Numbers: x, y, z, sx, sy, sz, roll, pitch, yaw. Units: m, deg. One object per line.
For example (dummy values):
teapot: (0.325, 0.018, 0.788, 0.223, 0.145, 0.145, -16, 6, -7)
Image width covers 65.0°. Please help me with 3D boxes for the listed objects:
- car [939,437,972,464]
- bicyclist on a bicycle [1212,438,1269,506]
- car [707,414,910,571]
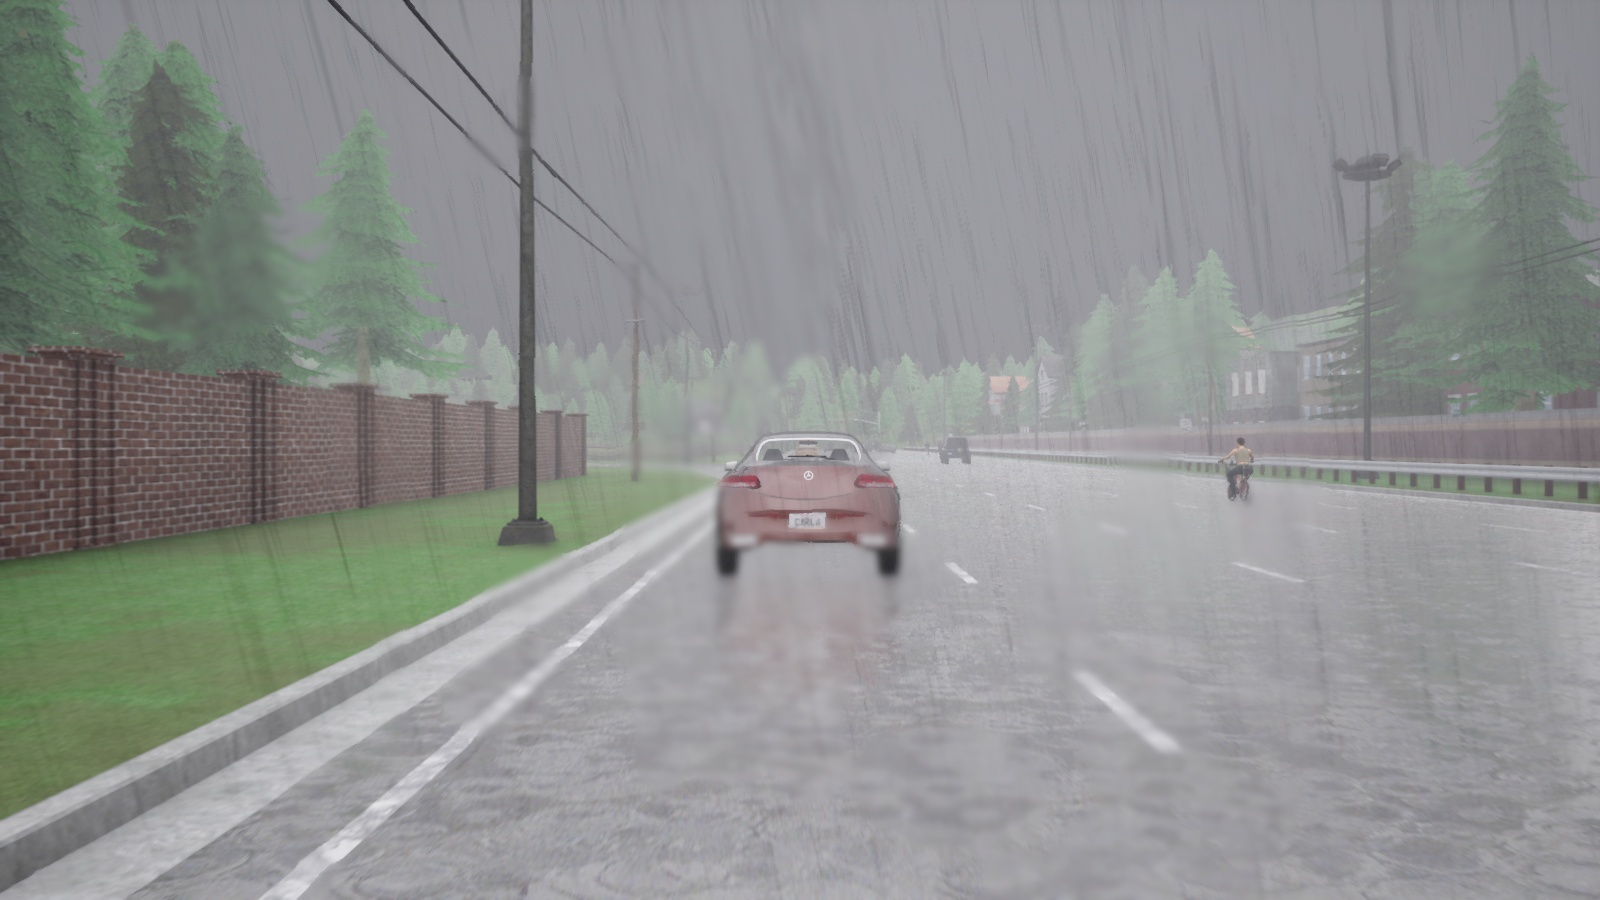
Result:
car: (11.025, 0.048, 89.182, 1.905, 1.878, 3.866, 0, 0, 0)
bicyclist on a bicycle: (10.685, 0.519, 30.531, 0.866, 1.612, 1.509, 0, 0, 1)
car: (0.106, 0.436, 15.808, 2.152, 1.651, 5.027, 0, 0, 0)
